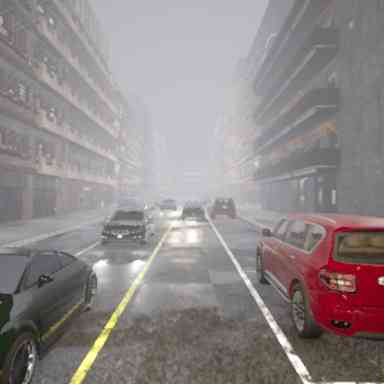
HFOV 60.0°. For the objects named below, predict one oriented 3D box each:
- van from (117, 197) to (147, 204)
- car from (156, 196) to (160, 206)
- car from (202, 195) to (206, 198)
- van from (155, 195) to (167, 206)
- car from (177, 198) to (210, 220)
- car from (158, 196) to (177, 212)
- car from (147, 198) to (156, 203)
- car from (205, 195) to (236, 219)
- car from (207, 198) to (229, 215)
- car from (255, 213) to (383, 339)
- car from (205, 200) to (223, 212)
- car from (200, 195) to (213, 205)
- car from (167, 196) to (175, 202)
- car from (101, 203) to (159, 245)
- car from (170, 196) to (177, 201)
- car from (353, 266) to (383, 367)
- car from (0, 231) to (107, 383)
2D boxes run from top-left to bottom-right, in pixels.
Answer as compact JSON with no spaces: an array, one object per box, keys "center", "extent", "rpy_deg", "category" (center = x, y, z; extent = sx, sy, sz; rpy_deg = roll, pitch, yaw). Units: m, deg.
[{"center":[-5.285,1.350,28.654],"extent":[1.690,1.788,3.998],"rpy_deg":[1,0,0],"category":"van"},{"center":[-5.284,1.568,39.611],"extent":[1.752,1.417,4.829],"rpy_deg":[1,0,0],"category":"car"},{"center":[2.603,1.672,56.502],"extent":[1.947,1.339,4.313],"rpy_deg":[1,0,0],"category":"car"},{"center":[-5.274,1.447,56.475],"extent":[1.690,1.788,3.998],"rpy_deg":[1,0,0],"category":"van"},{"center":[0.112,1.499,27.713],"extent":[2.128,1.511,4.902],"rpy_deg":[0,0,0],"category":"car"},{"center":[-2.755,1.521,40.081],"extent":[1.882,1.535,5.008],"rpy_deg":[0,-1,1],"category":"car"},{"center":[-5.287,1.576,34.219],"extent":[2.008,1.369,4.403],"rpy_deg":[1,0,0],"category":"car"},{"center":[2.594,1.323,28.687],"extent":[2.192,1.841,5.009],"rpy_deg":[1,0,0],"category":"car"},{"center":[2.594,1.465,34.251],"extent":[1.967,1.590,4.097],"rpy_deg":[1,0,0],"category":"car"},{"center":[2.586,1.307,6.452],"extent":[2.192,1.841,5.009],"rpy_deg":[1,0,0],"category":"car"},{"center":[2.595,1.625,39.811],"extent":[1.802,1.307,4.206],"rpy_deg":[1,0,0],"category":"car"},{"center":[2.608,1.442,62.068],"extent":[2.192,1.841,5.009],"rpy_deg":[1,0,0],"category":"car"},{"center":[-5.264,1.743,84.125],"extent":[1.752,1.417,4.829],"rpy_deg":[1,0,0],"category":"car"},{"center":[-2.832,1.496,15.483],"extent":[1.837,1.490,4.892],"rpy_deg":[0,0,0],"category":"car"},{"center":[-5.260,1.833,95.422],"extent":[1.947,1.339,4.313],"rpy_deg":[1,0,0],"category":"car"},{"center":[2.581,1.524,1.058],"extent":[1.752,1.417,4.829],"rpy_deg":[1,0,0],"category":"car"},{"center":[-2.845,1.558,4.903],"extent":[1.994,1.385,4.181],"rpy_deg":[0,0,0],"category":"car"}]
